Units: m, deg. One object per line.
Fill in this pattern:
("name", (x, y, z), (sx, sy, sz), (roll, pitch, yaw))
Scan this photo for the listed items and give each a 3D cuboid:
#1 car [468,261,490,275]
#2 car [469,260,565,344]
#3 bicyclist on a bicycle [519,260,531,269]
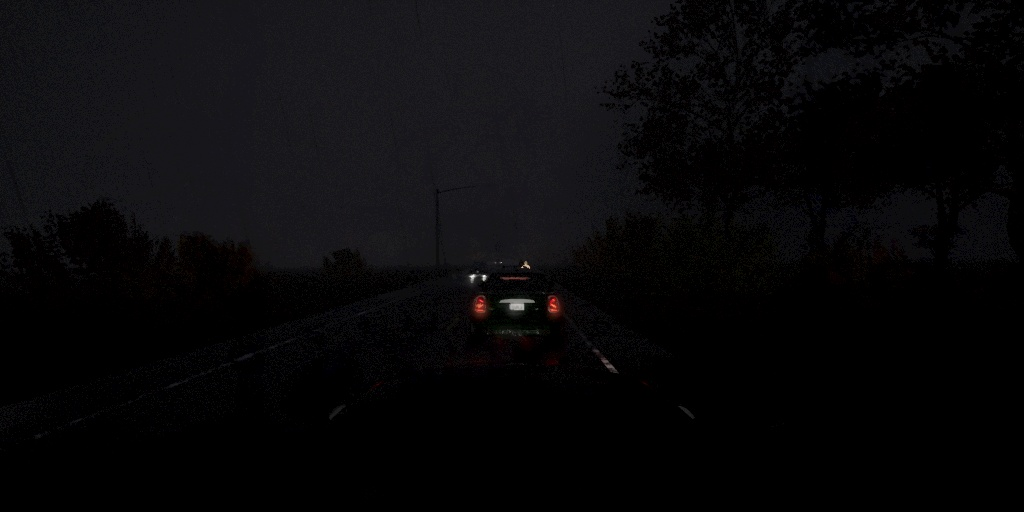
("car", (-3.625, 1.284, 40.011), (2.033, 1.411, 5.357), (0, 0, -1))
("car", (0.115, 1.099, 9.751), (2.097, 1.767, 4.553), (0, 0, 0))
("bicyclist on a bicycle", (0.982, 1.177, 25.574), (0.866, 1.612, 1.509), (0, 0, 1))
